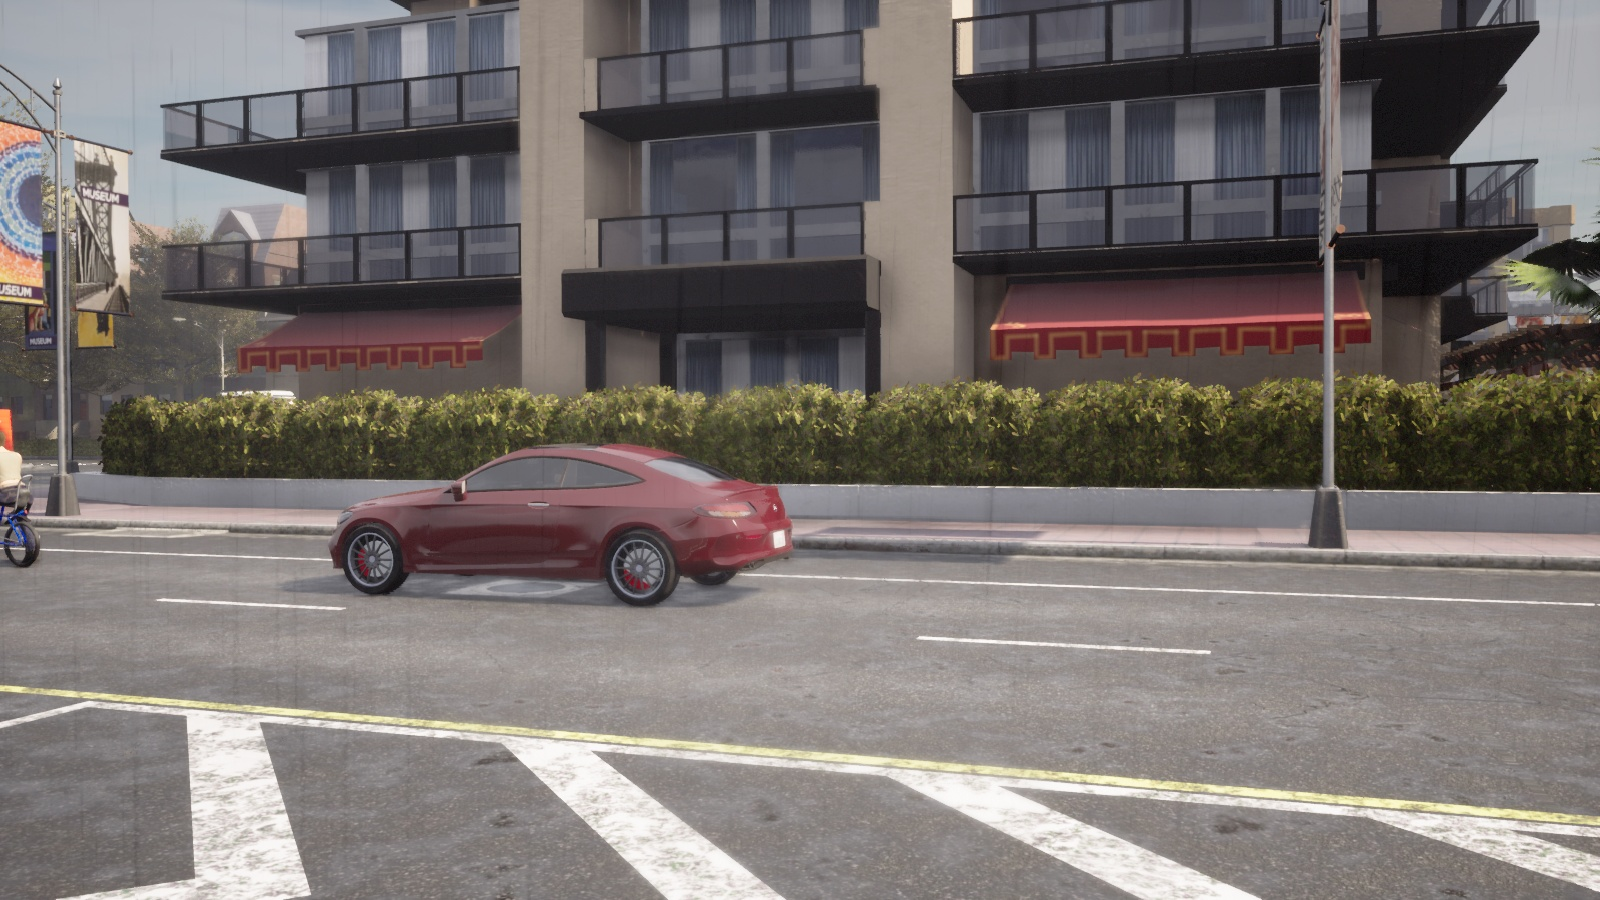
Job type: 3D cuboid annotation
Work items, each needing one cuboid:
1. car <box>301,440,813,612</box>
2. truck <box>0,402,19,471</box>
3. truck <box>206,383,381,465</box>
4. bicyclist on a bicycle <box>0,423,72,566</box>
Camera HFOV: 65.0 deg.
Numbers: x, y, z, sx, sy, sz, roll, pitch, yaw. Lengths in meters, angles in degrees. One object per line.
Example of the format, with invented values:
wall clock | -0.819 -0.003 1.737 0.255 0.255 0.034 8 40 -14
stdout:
car | -2.382 0.645 12.406 4.674 1.442 1.812 1 1 19
truck | -30.672 -0.478 43.900 2.627 2.467 5.204 1 1 18
truck | -22.705 -1.151 56.848 2.891 3.462 7.936 1 1 18
bicyclist on a bicycle | -9.546 0.490 14.820 1.509 1.612 0.866 1 1 19
